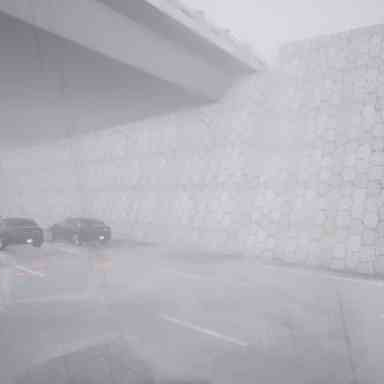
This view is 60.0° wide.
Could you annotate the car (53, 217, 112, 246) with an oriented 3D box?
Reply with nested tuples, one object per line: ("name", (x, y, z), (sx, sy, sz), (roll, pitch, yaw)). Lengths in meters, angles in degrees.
("car", (-6.584, 2.189, 19.183), (4.892, 1.490, 1.837), (-1, -4, 41))

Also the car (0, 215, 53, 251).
("car", (-9.270, 2.012, 16.888), (4.892, 1.490, 1.837), (0, -3, 41))
